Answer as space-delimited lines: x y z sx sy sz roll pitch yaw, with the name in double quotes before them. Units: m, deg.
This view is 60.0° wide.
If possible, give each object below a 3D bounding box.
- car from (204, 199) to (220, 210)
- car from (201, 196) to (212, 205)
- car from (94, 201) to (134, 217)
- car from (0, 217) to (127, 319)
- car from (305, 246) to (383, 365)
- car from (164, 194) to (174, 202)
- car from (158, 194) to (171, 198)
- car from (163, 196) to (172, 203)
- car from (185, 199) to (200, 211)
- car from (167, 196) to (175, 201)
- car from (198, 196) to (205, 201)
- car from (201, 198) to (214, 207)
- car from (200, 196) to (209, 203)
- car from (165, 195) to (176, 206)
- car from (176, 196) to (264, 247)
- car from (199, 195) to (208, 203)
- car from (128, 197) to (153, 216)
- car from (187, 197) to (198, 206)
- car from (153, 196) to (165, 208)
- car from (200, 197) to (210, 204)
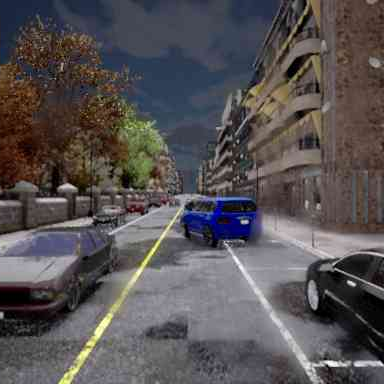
"car" 2.661 1.688 45.676 1.947 1.339 4.313 1 0 0
"car" 2.650 1.606 62.248 1.967 1.590 4.097 1 0 0
"car" -5.698 1.614 23.576 2.008 1.369 4.403 1 0 0
"car" -3.108 1.569 7.908 2.033 1.411 5.357 0 0 0
"car" 3.141 1.517 4.690 1.837 1.490 4.892 0 0 0
"car" -5.748 1.541 84.334 2.192 1.841 5.009 1 0 0
"car" -5.728 1.481 62.241 2.192 1.841 5.009 1 0 0
"car" -5.747 1.756 78.810 1.887 1.381 4.507 1 0 0
"car" 0.059 1.640 42.795 1.812 1.442 4.674 0 0 0
"car" -5.757 1.786 89.857 1.887 1.381 4.507 1 0 0
"car" 2.623 1.767 90.034 1.752 1.417 4.829 1 0 0
"car" 2.652 1.717 56.724 1.947 1.339 4.313 1 0 0
"car" 2.638 1.722 73.464 1.752 1.417 4.829 1 0 0
"car" -3.058 1.704 58.630 2.033 1.411 5.357 0 0 0
"car" 1.190 1.265 15.544 2.150 2.045 5.566 -1 0 -19
"car" 2.635 1.651 78.818 1.967 1.590 4.097 1 0 0
"car" -5.703 1.408 34.624 2.192 1.841 5.009 1 0 0
"car" 0.047 1.636 59.306 1.882 1.535 5.008 0 0 0
"car" -5.723 1.703 51.193 1.947 1.339 4.313 1 0 0
"car" 2.643 1.726 67.770 1.887 1.381 4.507 1 0 0
